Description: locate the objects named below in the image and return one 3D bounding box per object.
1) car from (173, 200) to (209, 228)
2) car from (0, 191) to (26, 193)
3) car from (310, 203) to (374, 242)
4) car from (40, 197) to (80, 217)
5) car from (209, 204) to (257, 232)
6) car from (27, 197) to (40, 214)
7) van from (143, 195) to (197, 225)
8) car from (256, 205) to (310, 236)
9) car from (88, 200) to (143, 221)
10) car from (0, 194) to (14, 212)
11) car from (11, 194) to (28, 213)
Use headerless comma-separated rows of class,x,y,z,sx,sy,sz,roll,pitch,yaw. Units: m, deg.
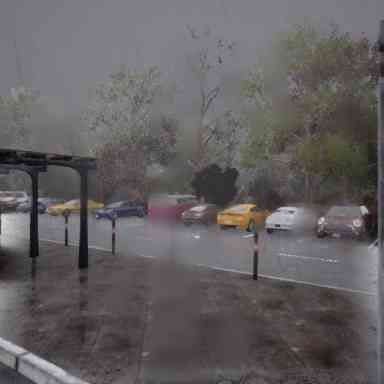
car,1.125,1.491,21.878,2.002,1.452,4.674,1,0,35
car,-21.537,0.950,37.896,2.435,2.045,5.566,1,0,35
car,7.942,1.402,17.092,2.185,1.767,4.553,1,0,35
car,-10.305,1.323,29.748,1.946,1.575,5.366,1,0,35
car,3.390,1.476,20.271,2.097,1.535,5.008,1,0,35
car,-12.446,1.330,31.528,2.163,1.488,4.792,1,0,35
van,-1.068,1.200,23.578,1.878,1.987,4.442,1,0,35
car,5.657,1.542,18.670,2.002,1.452,4.674,1,0,35
car,-5.684,1.405,26.668,2.163,1.488,4.792,1,0,35
car,-16.989,1.251,34.716,2.097,1.535,5.008,1,0,35
car,-14.723,1.277,33.113,2.231,1.521,4.892,1,0,35
